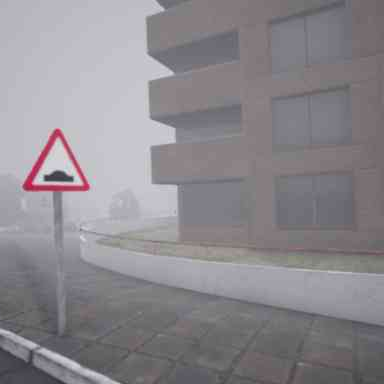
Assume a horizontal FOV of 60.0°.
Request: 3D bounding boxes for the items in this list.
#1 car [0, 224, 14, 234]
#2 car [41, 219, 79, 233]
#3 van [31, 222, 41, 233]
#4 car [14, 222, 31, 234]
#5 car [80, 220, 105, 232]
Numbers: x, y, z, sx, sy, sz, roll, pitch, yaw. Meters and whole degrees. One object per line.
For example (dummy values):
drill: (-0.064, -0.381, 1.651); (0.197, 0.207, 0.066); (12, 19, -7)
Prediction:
car: (-31.951, 6.025, 53.711); (4.674, 1.452, 2.002); (-1, -7, 6)
car: (-23.344, 6.348, 59.406); (2.150, 2.045, 5.566); (-3, -7, 26)
van: (-29.189, 6.354, 59.139); (4.442, 1.987, 1.878); (-1, -7, 6)
car: (-30.811, 6.284, 56.436); (5.366, 1.575, 1.946); (-1, -6, 6)
car: (-22.727, 7.821, 72.662); (5.566, 2.045, 2.435); (-1, -6, 6)
